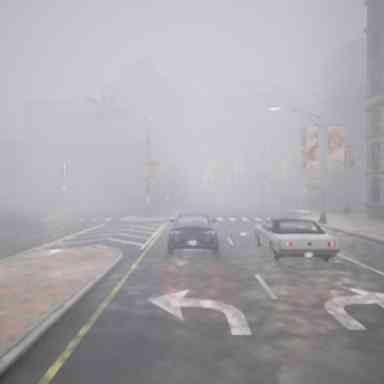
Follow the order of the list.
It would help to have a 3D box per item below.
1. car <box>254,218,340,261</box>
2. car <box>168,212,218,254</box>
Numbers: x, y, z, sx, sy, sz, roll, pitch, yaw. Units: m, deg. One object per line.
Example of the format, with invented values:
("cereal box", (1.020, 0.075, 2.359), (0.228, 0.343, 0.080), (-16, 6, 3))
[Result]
("car", (3.536, 1.602, 12.231), (1.895, 1.301, 4.718), (0, 0, 1))
("car", (0.049, 1.526, 13.467), (1.812, 1.442, 4.674), (0, 0, 1))
